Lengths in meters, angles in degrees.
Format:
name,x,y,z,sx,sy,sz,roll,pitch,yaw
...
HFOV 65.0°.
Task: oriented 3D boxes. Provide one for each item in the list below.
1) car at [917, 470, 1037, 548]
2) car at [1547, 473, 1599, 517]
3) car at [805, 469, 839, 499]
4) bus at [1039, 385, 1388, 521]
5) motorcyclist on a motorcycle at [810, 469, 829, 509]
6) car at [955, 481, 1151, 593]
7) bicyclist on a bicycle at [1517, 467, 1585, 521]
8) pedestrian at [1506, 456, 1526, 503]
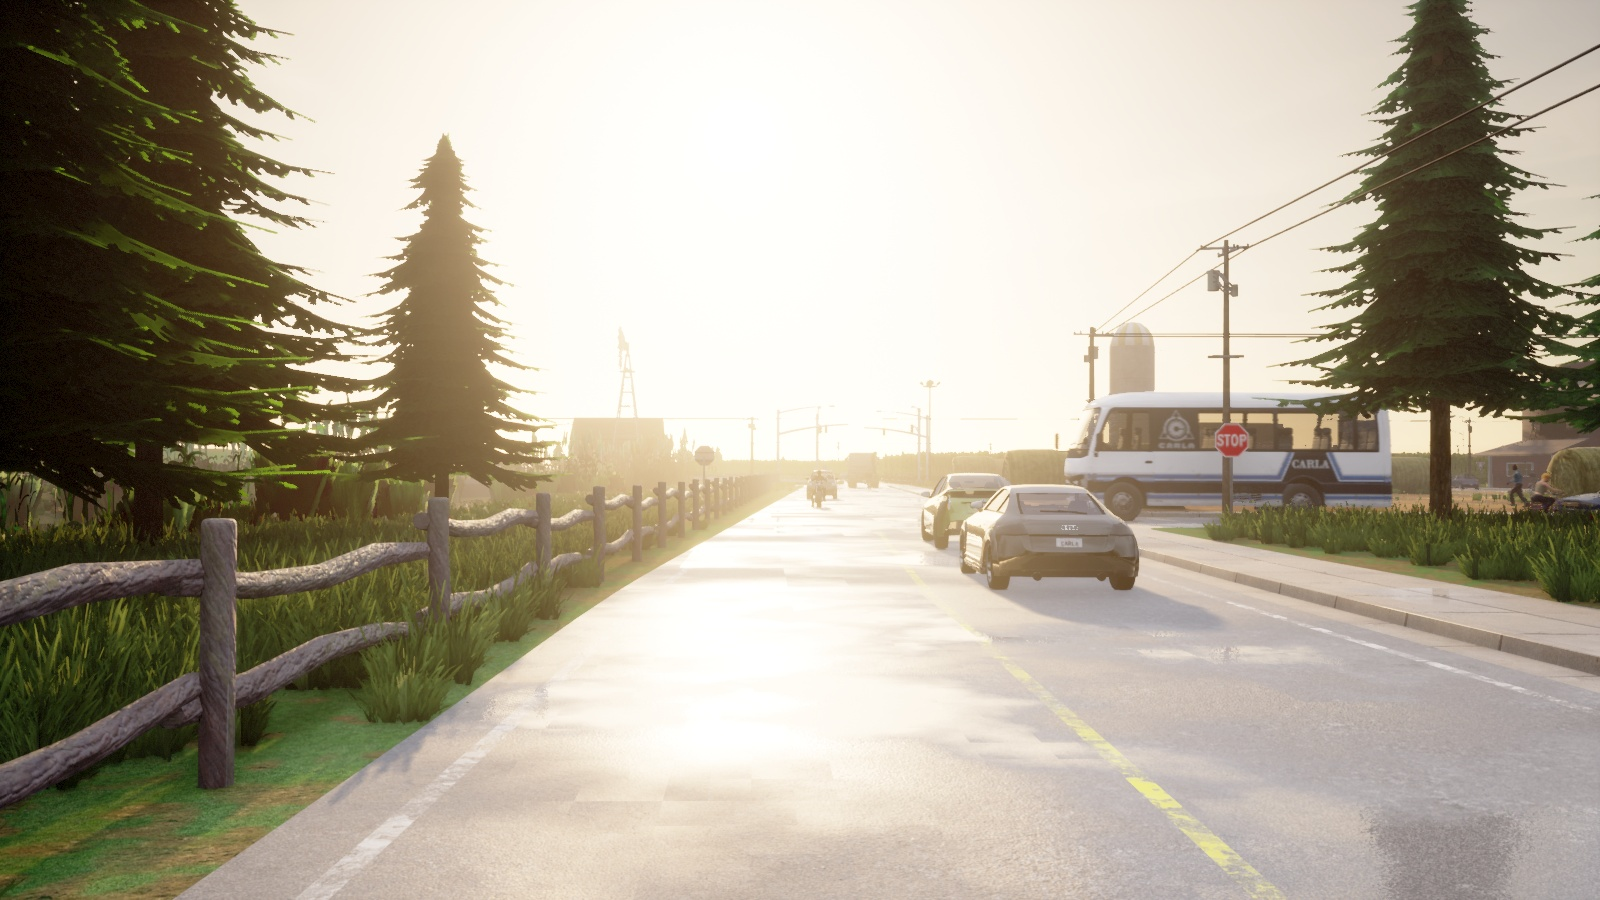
name,x,y,z,sx,sy,sz,roll,pitch,yaw
car,3.652,1.185,26.666,2.007,1.525,4.514,0,-1,1
car,28.129,1.477,41.799,5.357,1.411,2.033,0,-1,-1
car,1.243,1.872,69.957,1.851,1.617,3.988,0,-1,1
bus,13.409,0.109,41.643,10.273,4.253,3.944,0,0,2
motorcyclist on a motorcycle,0.838,1.656,53.898,0.766,1.649,2.350,0,-1,1
car,3.463,1.159,18.025,1.994,1.385,4.181,0,-1,1
bicyclist on a bicycle,22.811,1.326,38.167,1.509,1.612,0.866,0,-1,-2
pedestrian,29.926,1.231,52.501,0.692,1.930,0.396,-1,-1,24
